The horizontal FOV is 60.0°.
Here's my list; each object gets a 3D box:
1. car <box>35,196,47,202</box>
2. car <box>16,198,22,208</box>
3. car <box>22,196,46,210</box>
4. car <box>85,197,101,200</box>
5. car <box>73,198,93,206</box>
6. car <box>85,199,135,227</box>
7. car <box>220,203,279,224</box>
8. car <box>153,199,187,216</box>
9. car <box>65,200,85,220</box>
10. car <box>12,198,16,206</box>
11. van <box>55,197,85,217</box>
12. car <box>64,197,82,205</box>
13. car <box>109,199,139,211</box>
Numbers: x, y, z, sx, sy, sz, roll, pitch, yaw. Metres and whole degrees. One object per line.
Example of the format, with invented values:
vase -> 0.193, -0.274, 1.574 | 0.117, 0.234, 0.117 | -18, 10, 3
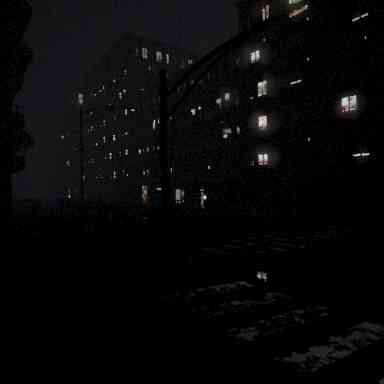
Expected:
car -> -37.678, 1.728, 82.817 | 1.887, 1.381, 4.507 | -1, 1, -36
car -> -25.180, 1.769, 50.932 | 1.947, 1.339, 4.313 | -1, 1, -36
car -> -21.964, 1.628, 46.429 | 1.967, 1.590, 4.097 | -1, 1, -36
car -> -15.147, 1.502, 51.302 | 1.967, 1.590, 4.097 | -1, 1, -36
car -> -18.364, 1.643, 55.805 | 1.947, 1.339, 4.313 | -1, 1, -36
car -> -5.869, 1.553, 23.921 | 1.967, 1.590, 4.097 | -1, 1, -36
car -> 4.069, 1.498, 24.431 | 1.752, 1.417, 4.829 | -1, 1, -36
car -> -2.271, 1.441, 33.295 | 1.967, 1.590, 4.097 | -1, 1, -36
car -> -8.987, 1.652, 28.284 | 1.752, 1.417, 4.829 | -1, 1, -36
car -> -31.619, 1.782, 59.936 | 1.887, 1.381, 4.507 | -1, 1, -36
van -> -12.308, 1.483, 32.923 | 1.690, 1.788, 3.998 | -1, 1, -36
car -> -21.583, 1.645, 60.307 | 2.008, 1.369, 4.403 | -1, 1, -36
car -> -8.707, 1.581, 42.299 | 2.008, 1.369, 4.403 | -1, 1, -36
